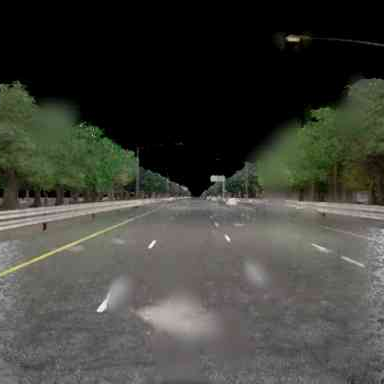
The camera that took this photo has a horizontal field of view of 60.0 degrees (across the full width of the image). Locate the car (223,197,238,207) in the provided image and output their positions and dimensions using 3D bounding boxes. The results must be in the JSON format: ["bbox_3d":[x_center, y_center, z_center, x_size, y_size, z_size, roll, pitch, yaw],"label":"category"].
[{"bbox_3d":[7.193,2.019,60.602,1.812,1.442,4.674,0,-1,0],"label":"car"}]

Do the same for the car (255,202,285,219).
[{"bbox_3d":[7.048,1.636,30.289,2.128,1.511,4.902,0,0,0],"label":"car"}]

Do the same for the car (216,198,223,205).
[{"bbox_3d":[7.312,2.053,76.747,2.097,1.767,4.553,0,-1,0],"label":"car"}]
